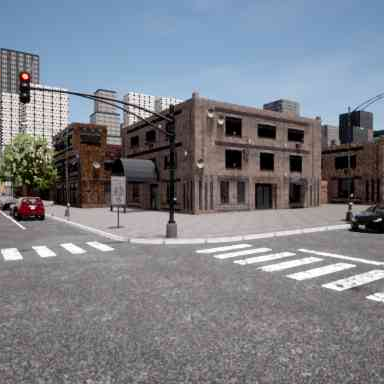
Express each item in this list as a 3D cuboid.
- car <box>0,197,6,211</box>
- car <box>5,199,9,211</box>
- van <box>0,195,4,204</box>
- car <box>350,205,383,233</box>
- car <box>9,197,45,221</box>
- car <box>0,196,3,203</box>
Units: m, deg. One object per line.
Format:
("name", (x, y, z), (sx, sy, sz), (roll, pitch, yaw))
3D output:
("car", (-22.600, 1.597, 41.556), (1.947, 1.339, 4.313), (0, 0, -33))
("car", (-16.584, 1.586, 32.286), (1.947, 1.339, 4.313), (0, 0, -33))
("van", (-37.640, 1.418, 64.729), (1.690, 1.788, 3.998), (0, 0, -33))
("car", (10.379, 1.357, 17.922), (4.313, 1.339, 1.947), (-1, 1, -33))
("car", (-13.575, 1.330, 27.651), (2.192, 1.841, 5.009), (0, 0, -33))
("car", (-40.741, 1.615, 69.506), (1.752, 1.417, 4.829), (0, 0, -33))
